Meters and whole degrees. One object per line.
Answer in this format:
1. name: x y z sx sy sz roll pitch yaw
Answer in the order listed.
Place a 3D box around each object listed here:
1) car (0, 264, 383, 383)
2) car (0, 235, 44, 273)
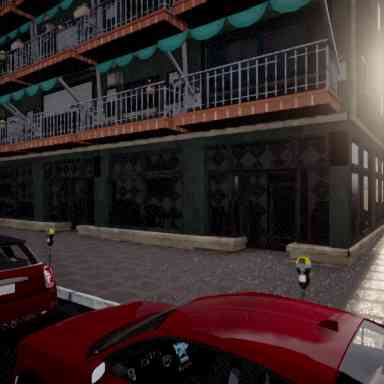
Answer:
1. car: 0.312 1.545 2.656 4.507 1.381 1.887 0 0 36
2. car: -4.273 1.440 5.935 4.097 1.590 1.967 0 0 36
